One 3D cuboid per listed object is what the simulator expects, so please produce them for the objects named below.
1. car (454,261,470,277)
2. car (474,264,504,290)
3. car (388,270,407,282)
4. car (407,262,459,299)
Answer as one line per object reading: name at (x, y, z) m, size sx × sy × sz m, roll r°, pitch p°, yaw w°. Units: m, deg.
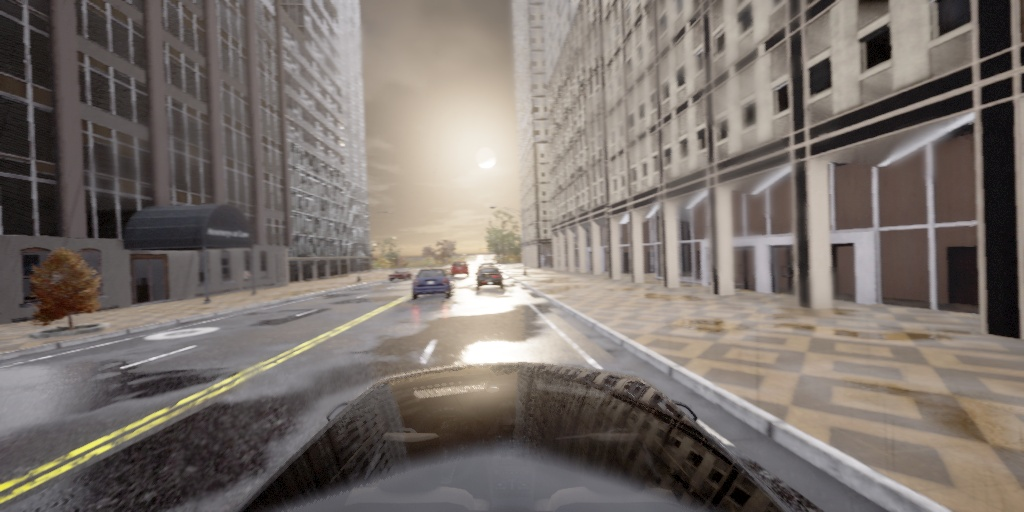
car at (-6.524, 1.626, 45.751) m, size 2.150 × 2.045 × 5.566 m, roll -2°, pitch 0°, yaw -5°
car at (-1.593, 1.529, 25.375) m, size 1.837 × 1.490 × 4.892 m, roll -2°, pitch -1°, yaw -5°
car at (-12.863, 2.233, 41.506) m, size 1.895 × 1.301 × 4.718 m, roll -2°, pitch 0°, yaw -4°
car at (-4.509, 1.463, 21.204) m, size 2.097 × 1.767 × 4.553 m, roll -2°, pitch -1°, yaw -5°
